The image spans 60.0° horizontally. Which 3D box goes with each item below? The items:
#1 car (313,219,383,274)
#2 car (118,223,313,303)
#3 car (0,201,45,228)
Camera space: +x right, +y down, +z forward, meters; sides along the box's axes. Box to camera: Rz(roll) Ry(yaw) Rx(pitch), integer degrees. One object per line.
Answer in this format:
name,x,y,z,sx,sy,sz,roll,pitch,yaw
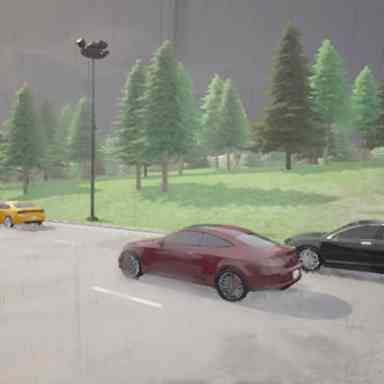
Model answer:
car,4.942,1.502,9.079,4.892,1.490,1.837,0,0,35
car,0.248,1.493,8.128,4.674,1.442,1.812,1,0,36
car,-11.099,1.305,20.571,5.008,1.535,1.882,1,0,36
